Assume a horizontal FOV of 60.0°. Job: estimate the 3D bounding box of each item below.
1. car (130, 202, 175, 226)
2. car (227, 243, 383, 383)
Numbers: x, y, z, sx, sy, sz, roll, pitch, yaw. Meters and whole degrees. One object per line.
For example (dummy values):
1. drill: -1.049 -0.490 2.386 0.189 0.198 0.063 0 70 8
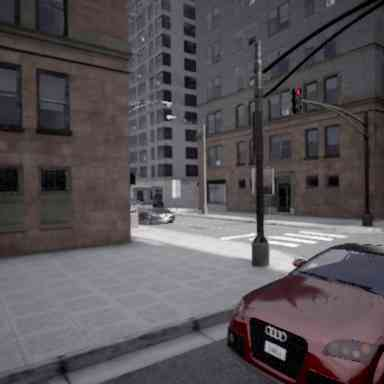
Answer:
1. car: -2.967 1.406 22.902 1.812 1.442 4.674 -1 1 -35
2. car: 2.513 1.490 4.745 4.181 1.385 1.994 -1 1 -36
